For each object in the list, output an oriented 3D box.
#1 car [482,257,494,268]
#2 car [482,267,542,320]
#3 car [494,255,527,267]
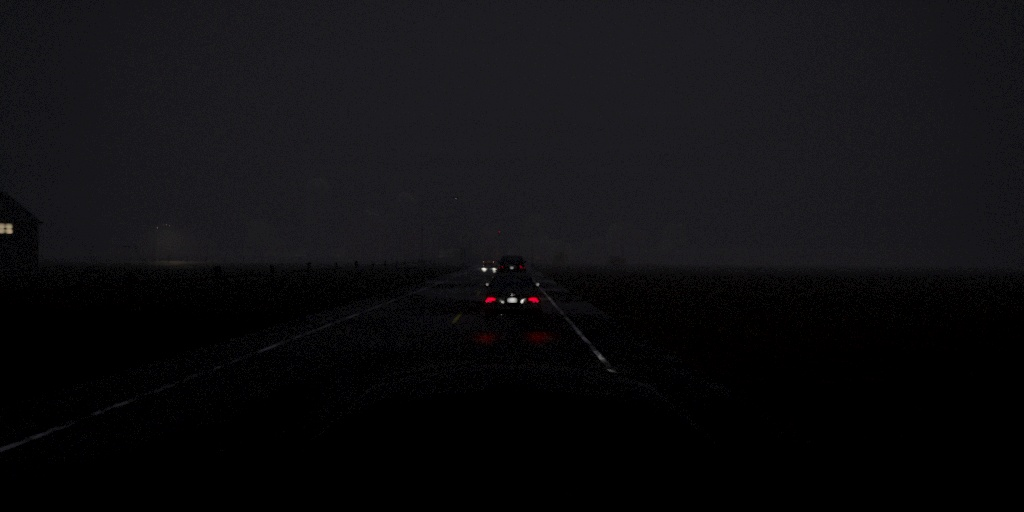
[{"bbox_3d":[-3.593,0.993,57.532,2.097,1.767,4.553,0,0,0],"label":"car"},{"bbox_3d":[0.016,1.282,12.531,2.033,1.411,5.357,0,0,0],"label":"car"},{"bbox_3d":[0.011,0.930,28.489,2.150,2.045,5.566,0,0,1],"label":"car"}]
